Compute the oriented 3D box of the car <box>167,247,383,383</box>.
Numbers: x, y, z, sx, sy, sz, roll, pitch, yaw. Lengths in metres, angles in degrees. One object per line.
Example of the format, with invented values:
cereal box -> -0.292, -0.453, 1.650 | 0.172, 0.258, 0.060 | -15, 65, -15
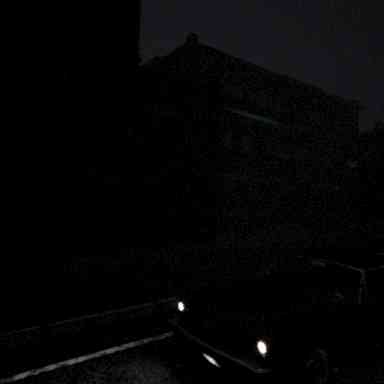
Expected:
car -> 2.015, 1.630, 5.122 | 4.718, 1.301, 1.895 | 0, 0, -36
